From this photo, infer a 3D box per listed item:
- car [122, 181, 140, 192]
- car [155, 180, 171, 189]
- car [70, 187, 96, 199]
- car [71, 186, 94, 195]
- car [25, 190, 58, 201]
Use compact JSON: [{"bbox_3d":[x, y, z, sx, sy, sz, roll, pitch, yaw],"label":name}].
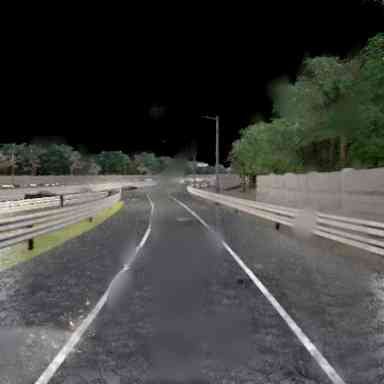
[{"bbox_3d":[-13.114,-0.892,70.175,2.128,1.511,4.902,0,3,14],"label":"car"},{"bbox_3d":[-7.241,-1.410,78.985,1.837,1.490,4.892,0,3,14],"label":"car"},{"bbox_3d":[-15.436,0.340,47.055,1.812,1.442,4.674,0,3,14],"label":"car"},{"bbox_3d":[-19.487,-0.246,59.431,1.994,1.385,4.181,0,3,14],"label":"car"},{"bbox_3d":[-19.818,0.480,44.063,1.882,1.535,5.008,0,3,14],"label":"car"}]
